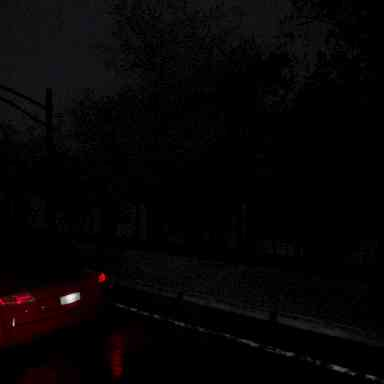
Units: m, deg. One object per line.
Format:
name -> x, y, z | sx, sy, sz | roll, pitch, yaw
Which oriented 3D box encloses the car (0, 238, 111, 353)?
car -> -3.453, 1.564, 6.142 | 4.181, 1.385, 1.994 | 0, 0, 35
